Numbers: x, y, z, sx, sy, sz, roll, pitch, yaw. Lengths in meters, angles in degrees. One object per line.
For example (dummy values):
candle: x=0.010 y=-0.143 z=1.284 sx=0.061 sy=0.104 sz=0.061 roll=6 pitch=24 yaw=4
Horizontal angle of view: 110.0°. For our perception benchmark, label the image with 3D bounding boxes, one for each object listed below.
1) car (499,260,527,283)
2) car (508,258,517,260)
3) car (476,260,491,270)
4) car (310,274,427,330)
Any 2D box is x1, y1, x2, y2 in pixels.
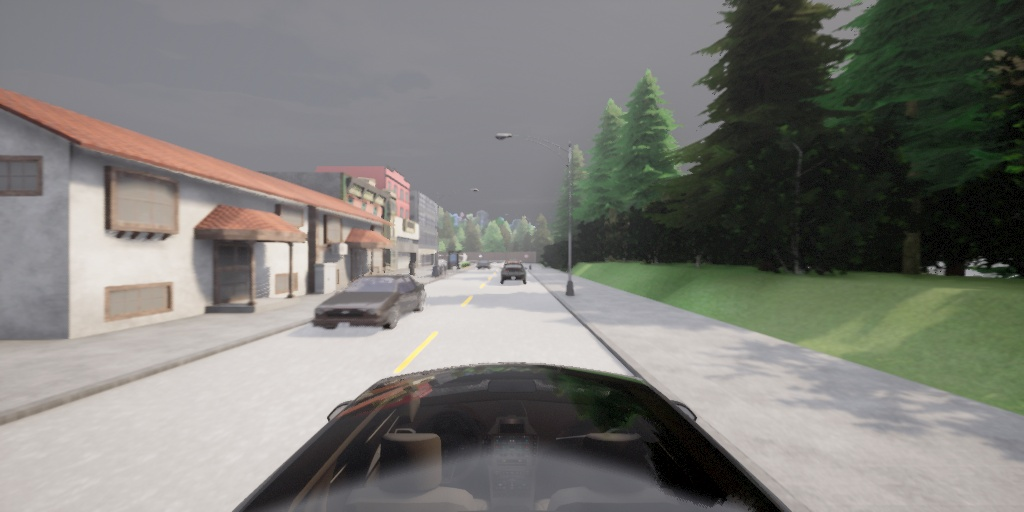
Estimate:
car: x=0.102 y=1.263 z=27.621 sx=1.837 sy=1.490 sz=4.892 roll=0 pitch=0 yaw=0
car: x=0.112 y=1.118 z=57.059 sx=2.097 sy=1.767 sz=4.553 roll=0 pitch=0 yaw=0
car: x=-4.059 y=1.311 z=52.509 sx=2.033 sy=1.411 sz=5.357 roll=0 pitch=0 yaw=1
car: x=-4.103 y=1.300 z=11.410 sx=2.033 sy=1.411 sz=5.357 roll=0 pitch=0 yaw=0
